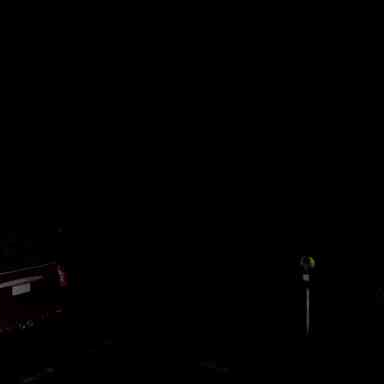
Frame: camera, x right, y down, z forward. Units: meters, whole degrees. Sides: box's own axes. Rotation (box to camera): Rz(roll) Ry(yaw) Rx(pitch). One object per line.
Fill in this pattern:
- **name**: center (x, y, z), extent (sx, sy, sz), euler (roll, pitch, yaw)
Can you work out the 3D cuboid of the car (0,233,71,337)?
- **car**: center (-4.064, 1.440, 5.975), extent (4.097, 1.590, 1.967), euler (0, 0, 36)
